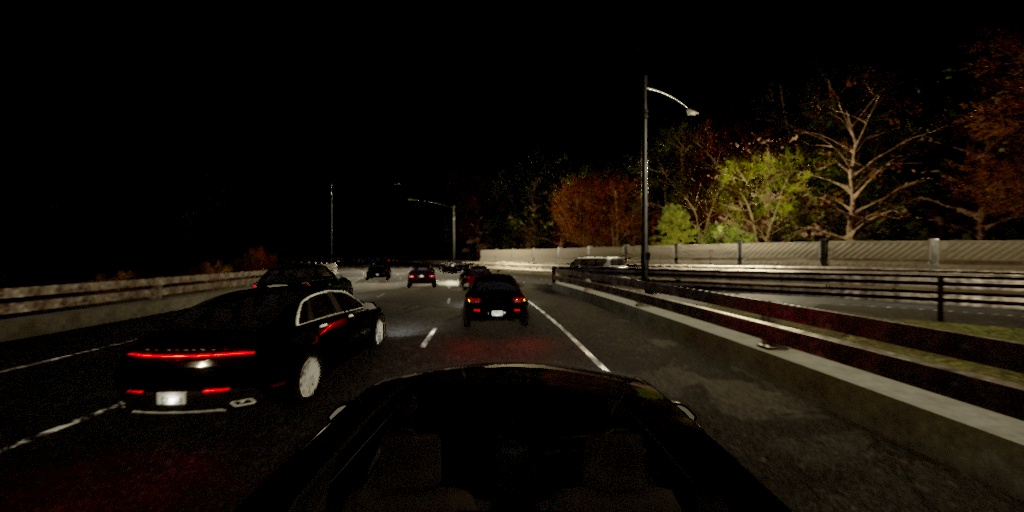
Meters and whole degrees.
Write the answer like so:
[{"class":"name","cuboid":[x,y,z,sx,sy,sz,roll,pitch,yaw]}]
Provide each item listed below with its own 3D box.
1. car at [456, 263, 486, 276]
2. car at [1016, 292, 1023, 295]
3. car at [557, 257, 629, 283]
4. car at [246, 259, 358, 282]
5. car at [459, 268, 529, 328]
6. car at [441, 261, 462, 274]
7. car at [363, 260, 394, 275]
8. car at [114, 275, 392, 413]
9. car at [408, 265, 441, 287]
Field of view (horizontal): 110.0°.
[{"class":"car","cuboid":[-2.184,1.333,22.277,1.994,1.385,4.181,0,0,-12]},{"class":"car","cuboid":[20.221,1.406,11.436,4.718,1.301,1.895,2,1,40]},{"class":"car","cuboid":[5.393,1.059,25.073,2.150,2.045,5.566,0,0,-41]},{"class":"car","cuboid":[-7.828,1.124,13.760,2.097,1.767,4.553,0,0,-6]},{"class":"car","cuboid":[-0.549,1.285,11.390,1.812,1.442,4.674,0,0,-4]},{"class":"car","cuboid":[-6.643,1.334,41.429,2.033,1.411,5.357,0,0,-30]},{"class":"car","cuboid":[-11.599,1.318,31.318,1.812,1.442,4.674,0,0,-17]},{"class":"car","cuboid":[-3.699,1.263,6.206,1.837,1.490,4.892,0,0,-2]},{"class":"car","cuboid":[-6.257,1.327,25.006,2.033,1.411,5.357,0,0,-13]}]
